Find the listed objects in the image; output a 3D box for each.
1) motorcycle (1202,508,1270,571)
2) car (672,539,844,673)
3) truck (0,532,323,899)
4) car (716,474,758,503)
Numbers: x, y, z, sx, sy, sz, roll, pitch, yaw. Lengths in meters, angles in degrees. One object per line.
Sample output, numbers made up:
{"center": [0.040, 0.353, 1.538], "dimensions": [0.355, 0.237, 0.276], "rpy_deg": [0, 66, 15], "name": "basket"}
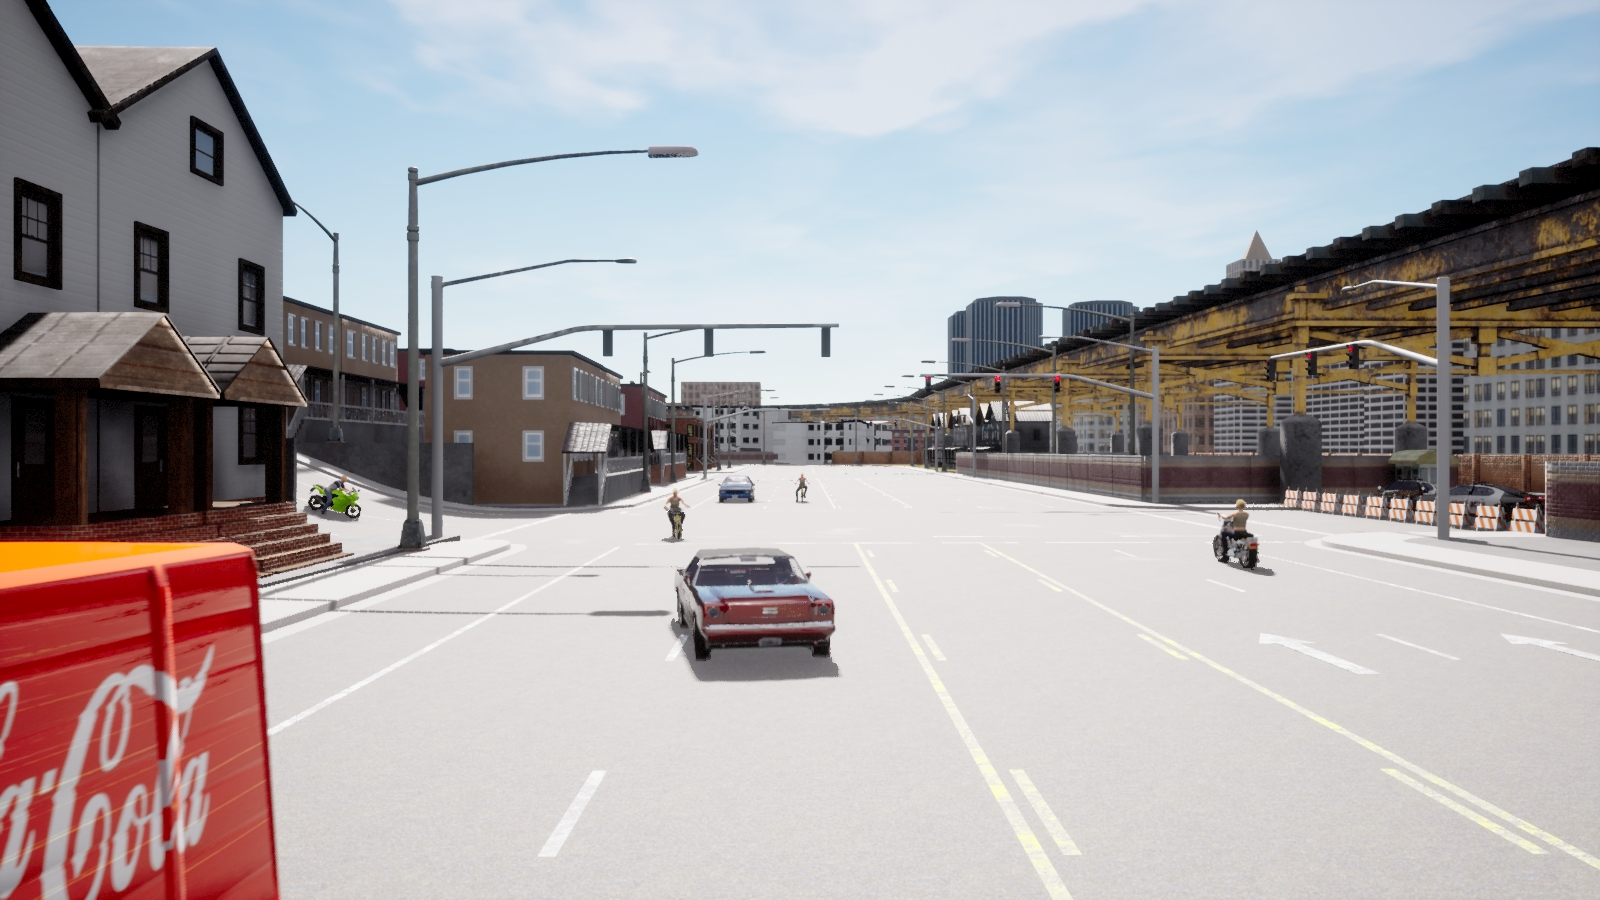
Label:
{"center": [10.523, 2.142, 27.669], "dimensions": [0.764, 1.332, 2.356], "rpy_deg": [0, 0, 0], "name": "motorcycle"}
{"center": [-0.780, 2.155, 16.869], "dimensions": [1.895, 1.301, 4.718], "rpy_deg": [0, 0, -10], "name": "car"}
{"center": [-3.488, 1.577, 2.581], "dimensions": [2.627, 2.467, 5.204], "rpy_deg": [0, -1, 0], "name": "truck"}
{"center": [-3.449, 2.106, 63.014], "dimensions": [2.033, 1.411, 5.357], "rpy_deg": [0, 0, 0], "name": "car"}
